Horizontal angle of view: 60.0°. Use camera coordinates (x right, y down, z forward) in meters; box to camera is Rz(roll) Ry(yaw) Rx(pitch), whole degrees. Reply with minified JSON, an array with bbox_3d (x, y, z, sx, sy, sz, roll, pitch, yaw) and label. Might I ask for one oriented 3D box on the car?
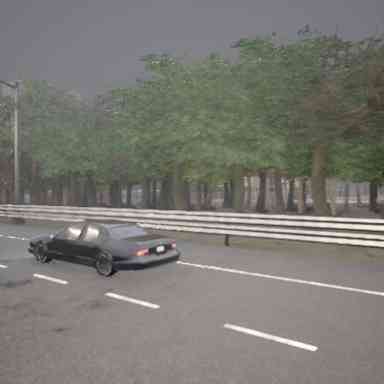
[{"bbox_3d":[-2.878,1.557,10.228,5.357,1.411,2.033,0,0,36],"label":"car"}]
